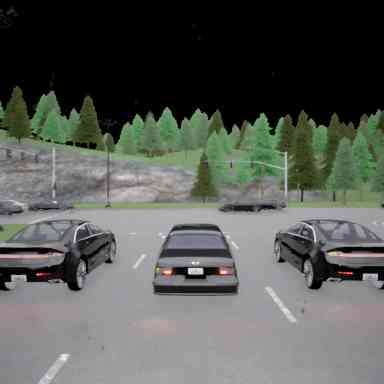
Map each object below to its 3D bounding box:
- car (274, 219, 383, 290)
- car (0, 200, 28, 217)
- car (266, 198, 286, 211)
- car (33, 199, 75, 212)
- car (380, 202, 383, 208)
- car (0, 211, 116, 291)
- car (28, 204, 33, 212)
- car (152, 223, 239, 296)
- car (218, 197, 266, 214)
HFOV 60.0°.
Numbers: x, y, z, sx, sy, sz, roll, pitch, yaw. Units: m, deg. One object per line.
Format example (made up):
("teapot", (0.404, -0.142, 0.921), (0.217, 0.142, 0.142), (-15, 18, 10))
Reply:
("car", (3.601, 1.491, 9.089), (2.128, 1.511, 4.902), (0, 0, 1))
("car", (-18.432, 1.547, 30.486), (5.357, 1.411, 2.033), (0, 0, -16))
("car", (8.669, 1.491, 39.307), (4.902, 1.511, 2.128), (0, 0, -5))
("car", (-16.331, 1.547, 38.314), (5.357, 1.411, 2.033), (0, 0, -15))
("car", (27.328, 1.505, 43.649), (4.892, 1.490, 1.837), (0, 0, 0))
("car", (-3.401, 1.491, 8.995), (2.128, 1.511, 4.902), (0, 0, 0))
("car", (-19.165, 1.525, 33.874), (4.674, 1.442, 1.812), (0, 0, -16))
("car", (0.099, 1.547, 8.814), (2.033, 1.411, 5.357), (0, 0, 1))
("car", (5.031, 1.352, 35.352), (4.553, 1.767, 2.097), (0, 0, -7))
